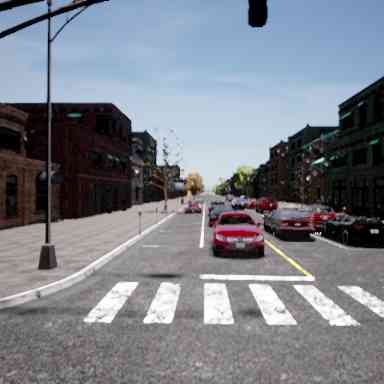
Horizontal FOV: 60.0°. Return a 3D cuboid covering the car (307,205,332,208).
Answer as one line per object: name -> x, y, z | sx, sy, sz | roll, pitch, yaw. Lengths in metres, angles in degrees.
car -> 7.911, 1.578, 21.473 | 1.967, 1.590, 4.097 | 0, 0, 2

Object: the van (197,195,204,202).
van -> 2.218, 1.716, 88.335 | 1.690, 1.788, 3.998 | 0, 0, 2

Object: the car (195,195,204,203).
car -> 1.995, 1.664, 82.791 | 2.192, 1.841, 5.009 | 0, 0, 2

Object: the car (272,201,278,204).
car -> 8.140, 1.690, 27.187 | 1.752, 1.417, 4.829 | 0, 0, 2

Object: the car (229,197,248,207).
car -> 6.371, 1.838, 47.541 | 1.895, 1.301, 4.718 | 1, 0, 2

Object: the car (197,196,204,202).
car -> 2.441, 1.841, 93.878 | 1.967, 1.590, 4.097 | 0, 0, 2

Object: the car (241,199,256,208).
car -> 9.251, 1.876, 54.735 | 1.802, 1.307, 4.206 | 0, 0, 2

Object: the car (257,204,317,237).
car -> 5.245, 1.649, 18.686 | 2.033, 1.411, 5.357 | 0, 0, 2

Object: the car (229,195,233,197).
car -> 10.145, 1.979, 76.911 | 1.802, 1.307, 4.206 | 0, 0, 2

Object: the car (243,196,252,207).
car -> 9.027, 1.708, 49.192 | 1.967, 1.590, 4.097 | 0, 0, 2

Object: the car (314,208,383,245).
car -> 7.687, 1.677, 15.929 | 1.947, 1.339, 4.313 | 0, 0, 2

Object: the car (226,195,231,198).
car -> 10.591, 2.030, 87.998 | 1.802, 1.307, 4.206 | 0, 0, 2

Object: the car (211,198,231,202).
car -> 2.626, 1.650, 33.884 | 1.837, 1.490, 4.892 | 1, 0, 2

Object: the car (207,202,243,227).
car -> 2.207, 1.660, 23.577 | 1.994, 1.385, 4.181 | 1, 0, 2

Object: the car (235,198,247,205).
car -> 9.698, 1.890, 65.823 | 1.887, 1.381, 4.507 | 0, 0, 2

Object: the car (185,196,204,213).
car -> 0.207, 1.583, 38.440 | 1.967, 1.590, 4.097 | 0, 0, 2

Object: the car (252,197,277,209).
car -> 8.580, 1.531, 38.105 | 2.192, 1.841, 5.009 | 0, 0, 2

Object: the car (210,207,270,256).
car -> 1.775, 1.575, 13.632 | 1.812, 1.442, 4.674 | 0, 0, 3
